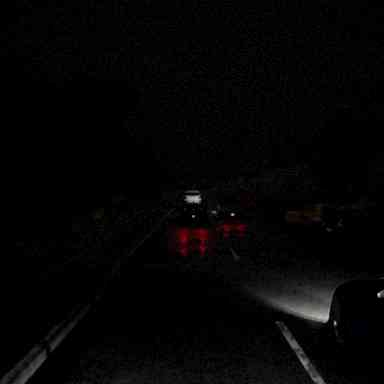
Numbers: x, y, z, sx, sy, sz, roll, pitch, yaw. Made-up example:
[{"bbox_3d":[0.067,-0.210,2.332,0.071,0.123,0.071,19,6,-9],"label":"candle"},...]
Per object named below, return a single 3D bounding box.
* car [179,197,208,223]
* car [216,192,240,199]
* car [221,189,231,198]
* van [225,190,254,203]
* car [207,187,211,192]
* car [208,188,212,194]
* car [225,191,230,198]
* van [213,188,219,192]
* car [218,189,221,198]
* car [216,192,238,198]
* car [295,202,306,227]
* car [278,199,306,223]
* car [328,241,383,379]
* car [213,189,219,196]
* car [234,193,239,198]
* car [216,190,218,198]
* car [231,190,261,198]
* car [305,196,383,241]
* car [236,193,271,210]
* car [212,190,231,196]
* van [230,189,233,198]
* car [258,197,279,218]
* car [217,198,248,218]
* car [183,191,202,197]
[{"bbox_3d":[0.101,1.330,23.393,2.128,1.511,4.902,0,0,0],"label":"car"},{"bbox_3d":[8.098,0.731,74.044,4.792,1.488,2.163,0,1,-20],"label":"car"},{"bbox_3d":[8.050,0.754,53.121,5.566,2.045,2.435,1,1,-20],"label":"car"},{"bbox_3d":[7.966,0.745,56.074,4.442,1.987,1.878,1,1,-20],"label":"van"},{"bbox_3d":[7.899,0.189,94.845,5.366,1.575,1.946,0,2,-20],"label":"car"},{"bbox_3d":[7.898,0.346,88.881,5.366,1.575,1.946,0,2,-20],"label":"car"},{"bbox_3d":[8.065,1.041,50.156,4.892,1.521,2.231,1,0,-20],"label":"car"},{"bbox_3d":[7.966,0.348,79.942,4.442,1.987,1.878,0,2,-20],"label":"van"},{"bbox_3d":[8.101,0.685,59.117,5.566,2.045,2.435,1,1,-20],"label":"car"},{"bbox_3d":[8.066,0.677,77.016,4.674,1.452,2.002,0,1,-20],"label":"car"},{"bbox_3d":[8.075,1.450,17.190,4.674,1.452,2.002,1,1,-20],"label":"car"},{"bbox_3d":[8.243,1.380,20.263,5.366,1.575,1.946,1,0,-20],"label":"car"},{"bbox_3d":[3.100,1.560,3.473,1.994,1.385,4.181,0,0,0],"label":"car"},{"bbox_3d":[7.899,0.751,70.974,5.366,1.575,1.946,0,1,-20],"label":"car"},{"bbox_3d":[8.066,1.183,41.210,4.674,1.452,2.002,1,0,-20],"label":"car"},{"bbox_3d":[8.044,0.837,68.048,4.792,1.488,2.163,0,1,-20],"label":"car"},{"bbox_3d":[8.043,0.983,44.180,4.553,1.767,2.185,1,0,-20],"label":"car"},{"bbox_3d":[8.048,1.187,14.168,5.566,2.045,2.435,1,1,-20],"label":"car"},{"bbox_3d":[8.045,1.207,38.191,4.792,1.488,2.163,1,1,-20],"label":"car"},{"bbox_3d":[8.098,0.301,91.943,4.792,1.488,2.163,0,1,-20],"label":"car"},{"bbox_3d":[8.183,0.849,47.214,4.442,1.987,1.878,1,0,-20],"label":"van"},{"bbox_3d":[8.045,1.345,26.186,4.792,1.488,2.163,1,1,-20],"label":"car"},{"bbox_3d":[3.101,1.411,27.635,1.895,1.301,4.718,0,1,0],"label":"car"},{"bbox_3d":[0.101,0.859,42.504,2.150,2.045,5.566,0,1,0],"label":"car"}]
